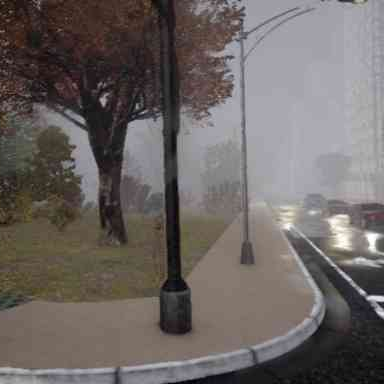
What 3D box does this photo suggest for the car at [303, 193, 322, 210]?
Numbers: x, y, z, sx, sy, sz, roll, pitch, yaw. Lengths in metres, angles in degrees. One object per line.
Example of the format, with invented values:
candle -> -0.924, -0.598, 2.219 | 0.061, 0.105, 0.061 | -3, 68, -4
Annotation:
car -> 15.572, 1.155, 42.345 | 2.150, 2.045, 5.566 | -1, 0, 11

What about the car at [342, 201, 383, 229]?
car -> 11.376, 1.402, 21.134 | 1.882, 1.535, 5.008 | -1, 0, 11

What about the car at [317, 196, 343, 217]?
car -> 13.278, 1.405, 30.802 | 1.882, 1.535, 5.008 | -1, 0, 11

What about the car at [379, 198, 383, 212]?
car -> 20.446, 1.322, 32.666 | 2.033, 1.411, 5.357 | -1, 0, 11
